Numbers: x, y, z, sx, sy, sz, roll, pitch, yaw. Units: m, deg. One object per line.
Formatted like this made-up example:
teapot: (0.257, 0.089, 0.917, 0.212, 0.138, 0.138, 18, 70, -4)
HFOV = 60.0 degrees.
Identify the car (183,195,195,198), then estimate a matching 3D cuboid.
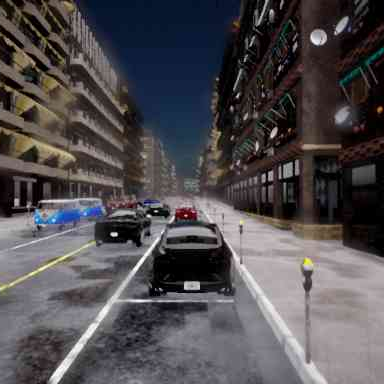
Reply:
car: (-0.427, 1.490, 37.286, 1.967, 1.590, 4.097, 1, 0, 0)

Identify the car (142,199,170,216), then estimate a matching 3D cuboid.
car: (-3.017, 1.598, 30.204, 1.994, 1.385, 4.181, 0, 0, 0)

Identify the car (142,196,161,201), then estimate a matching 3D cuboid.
car: (-5.776, 1.599, 46.271, 1.812, 1.442, 4.674, 0, 0, 0)

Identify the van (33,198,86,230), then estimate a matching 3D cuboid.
van: (-8.311, 1.359, 20.753, 1.690, 1.788, 3.998, 2, 0, 0)

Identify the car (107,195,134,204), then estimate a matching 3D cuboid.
car: (-8.312, 1.365, 37.346, 2.192, 1.841, 5.009, 1, 0, 0)

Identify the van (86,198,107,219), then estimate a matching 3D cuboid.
van: (-8.312, 1.368, 26.285, 1.690, 1.788, 3.998, 1, 0, 0)

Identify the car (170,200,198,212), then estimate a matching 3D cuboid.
car: (-0.437, 1.572, 26.224, 1.887, 1.381, 4.507, 1, 0, 0)

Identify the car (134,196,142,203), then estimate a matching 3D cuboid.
car: (-8.312, 1.379, 42.876, 2.192, 1.841, 5.009, 1, 0, 0)

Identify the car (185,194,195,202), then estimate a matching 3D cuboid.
car: (-0.469, 1.521, 81.536, 2.192, 1.841, 5.009, 1, 0, 0)

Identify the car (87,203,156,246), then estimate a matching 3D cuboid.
car: (-3.015, 1.489, 15.377, 1.882, 1.535, 5.008, 0, 0, 0)

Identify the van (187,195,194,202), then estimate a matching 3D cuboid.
van: (-0.470, 1.575, 87.068, 1.690, 1.788, 3.998, 1, 0, 0)

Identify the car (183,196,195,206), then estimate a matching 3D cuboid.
car: (-0.470, 1.553, 59.411, 1.967, 1.590, 4.097, 1, 0, 0)

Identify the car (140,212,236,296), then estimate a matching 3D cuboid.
car: (0.000, 1.509, 8.653, 1.837, 1.490, 4.892, 0, 0, 0)

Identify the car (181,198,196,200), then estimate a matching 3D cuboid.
car: (-0.437, 1.582, 31.754, 1.887, 1.381, 4.507, 1, 0, 0)

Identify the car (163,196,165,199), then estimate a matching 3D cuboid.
car: (-8.321, 1.847, 92.652, 1.802, 1.307, 4.206, 1, 0, 0)

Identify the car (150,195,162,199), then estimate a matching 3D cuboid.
car: (-8.314, 1.471, 70.528, 2.192, 1.841, 5.009, 1, 0, 0)
